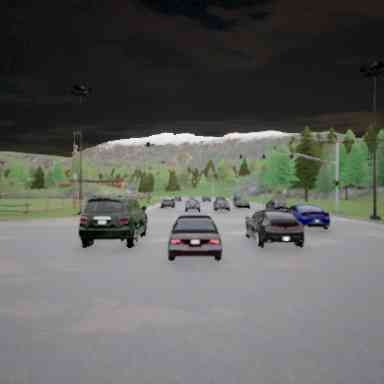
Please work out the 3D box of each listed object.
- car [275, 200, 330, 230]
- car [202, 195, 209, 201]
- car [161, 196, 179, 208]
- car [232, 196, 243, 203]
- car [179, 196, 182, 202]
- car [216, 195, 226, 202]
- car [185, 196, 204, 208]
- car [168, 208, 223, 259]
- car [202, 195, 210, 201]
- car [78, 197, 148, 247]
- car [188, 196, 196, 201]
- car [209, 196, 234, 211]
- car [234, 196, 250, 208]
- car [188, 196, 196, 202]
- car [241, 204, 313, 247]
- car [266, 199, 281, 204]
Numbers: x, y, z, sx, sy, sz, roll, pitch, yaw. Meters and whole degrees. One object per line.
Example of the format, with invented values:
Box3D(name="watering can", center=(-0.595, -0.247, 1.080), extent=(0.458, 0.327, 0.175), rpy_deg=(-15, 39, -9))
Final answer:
Box3D(name="car", center=(7.093, 1.504, 21.331), extent=(1.882, 1.535, 5.008), rpy_deg=(0, 0, 0))
Box3D(name="car", center=(3.474, 1.602, 86.911), extent=(1.837, 1.490, 4.892), rpy_deg=(0, 0, 0))
Box3D(name="car", center=(-3.414, 1.548, 48.451), extent=(2.128, 1.511, 4.902), rpy_deg=(0, 0, 0))
Box3D(name="car", center=(10.477, 1.590, 76.119), extent=(1.837, 1.490, 4.892), rpy_deg=(0, 0, 0))
Box3D(name="car", center=(-3.525, 1.620, 81.293), extent=(2.128, 1.511, 4.902), rpy_deg=(0, 0, 0))
Box3D(name="car", center=(6.975, 1.621, 81.011), extent=(2.128, 1.511, 4.902), rpy_deg=(0, 0, 0))
Box3D(name="car", center=(0.089, 1.596, 41.199), extent=(2.033, 1.411, 5.357), rpy_deg=(0, 0, 0))
Box3D(name="car", center=(0.096, 1.562, 12.568), extent=(2.033, 1.411, 5.357), rpy_deg=(0, 0, 0))
Box3D(name="car", center=(3.476, 1.616, 77.688), extent=(1.812, 1.442, 4.674), rpy_deg=(0, 0, 0))
Box3D(name="car", center=(-3.403, 1.239, 15.274), extent=(2.150, 2.045, 5.566), rpy_deg=(0, 0, 0))
Box3D(name="car", center=(-0.027, 1.655, 87.090), extent=(1.994, 1.385, 4.181), rpy_deg=(0, 0, 0))
Box3D(name="car", center=(3.588, 1.596, 41.266), extent=(2.033, 1.411, 5.357), rpy_deg=(0, 0, 0))
Box3D(name="car", center=(7.085, 1.621, 47.960), extent=(1.994, 1.385, 4.181), rpy_deg=(0, 0, 0))
Box3D(name="car", center=(-0.024, 1.687, 78.706), extent=(1.895, 1.301, 4.718), rpy_deg=(0, 0, 0))
Box3D(name="car", center=(3.595, 1.523, 15.097), extent=(1.837, 1.490, 4.892), rpy_deg=(0, 0, 0))
Box3D(name="car", center=(10.588, 1.598, 41.918), extent=(2.033, 1.411, 5.357), rpy_deg=(0, 0, 0))
